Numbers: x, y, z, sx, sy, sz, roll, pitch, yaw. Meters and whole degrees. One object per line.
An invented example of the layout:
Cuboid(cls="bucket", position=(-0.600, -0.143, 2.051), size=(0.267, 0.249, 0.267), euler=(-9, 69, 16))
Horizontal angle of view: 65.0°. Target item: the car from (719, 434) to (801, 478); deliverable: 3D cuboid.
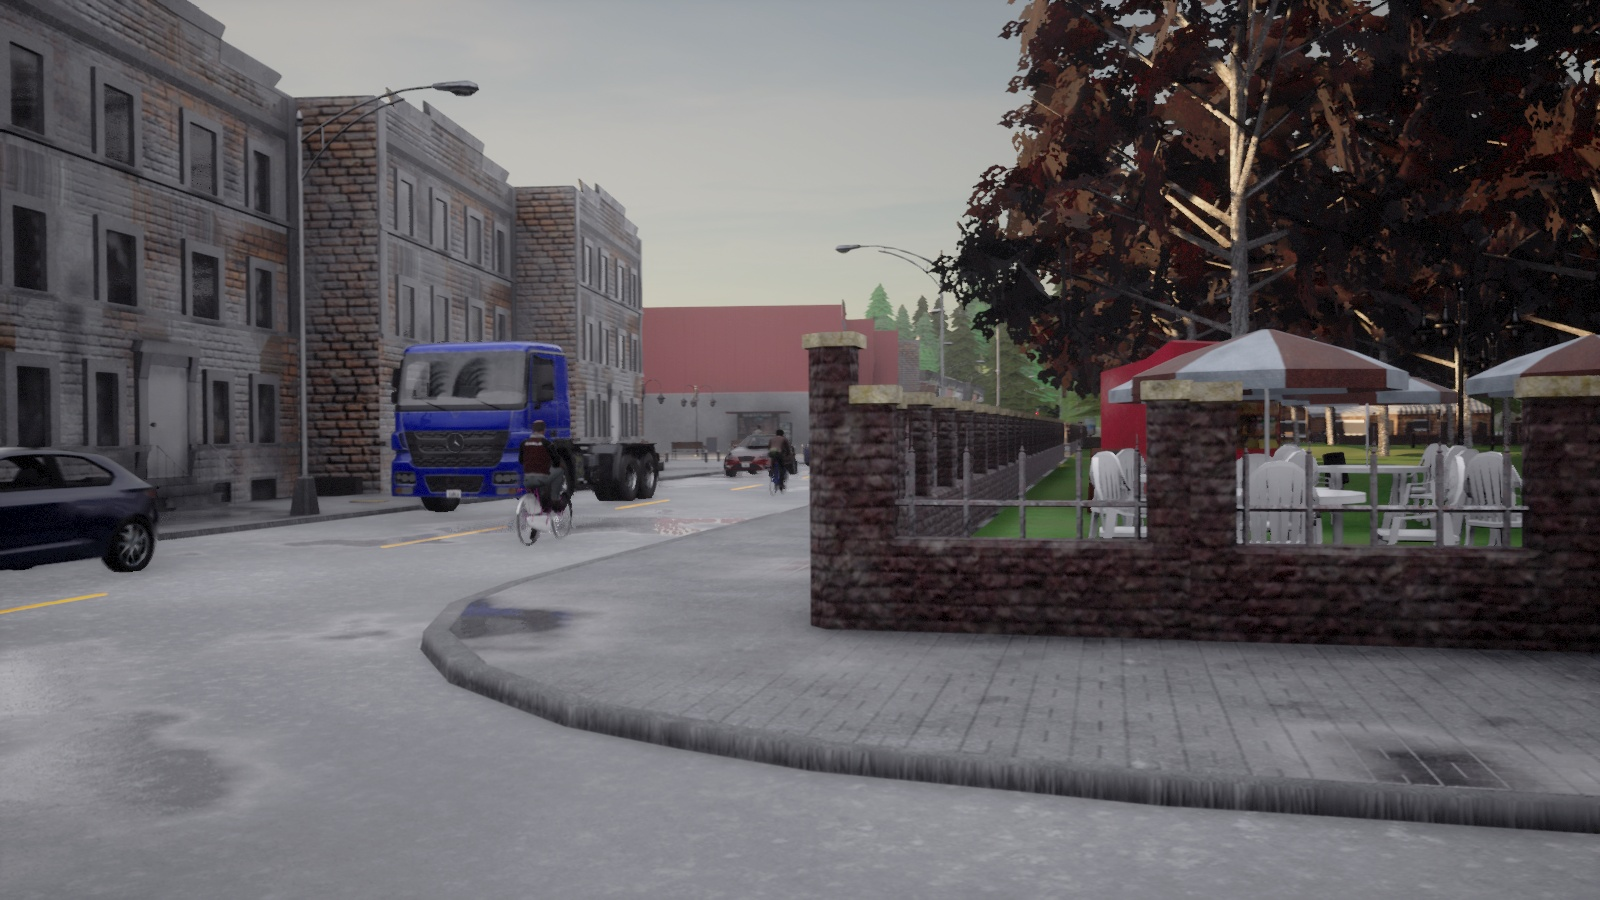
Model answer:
Cuboid(cls="car", position=(-1.351, 0.170, 44.313), size=(1.816, 1.474, 4.193), euler=(0, 1, 14))

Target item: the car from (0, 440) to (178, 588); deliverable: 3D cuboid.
Cuboid(cls="car", position=(-8.869, 0.649, 13.310), size=(1.816, 1.474, 4.193), euler=(0, 1, 13))

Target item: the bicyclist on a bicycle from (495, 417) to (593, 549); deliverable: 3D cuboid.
Cuboid(cls="bicyclist on a bicycle", position=(-3.613, 0.431, 17.900), size=(0.659, 1.776, 1.843), euler=(0, 1, 13))

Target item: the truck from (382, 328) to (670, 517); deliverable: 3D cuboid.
Cuboid(cls="truck", position=(-5.514, -0.561, 27.171), size=(2.891, 3.462, 7.936), euler=(0, 1, 14))

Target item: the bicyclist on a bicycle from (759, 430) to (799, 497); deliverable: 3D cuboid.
Cuboid(cls="bicyclist on a bicycle", position=(-0.515, 0.314, 30.813), size=(0.582, 1.620, 1.656), euler=(0, 1, 14))
